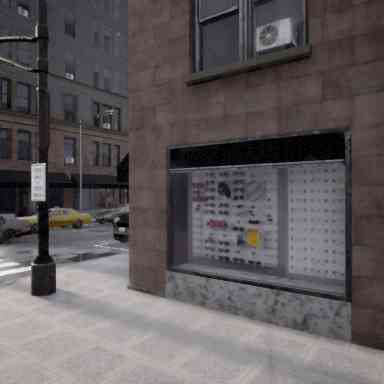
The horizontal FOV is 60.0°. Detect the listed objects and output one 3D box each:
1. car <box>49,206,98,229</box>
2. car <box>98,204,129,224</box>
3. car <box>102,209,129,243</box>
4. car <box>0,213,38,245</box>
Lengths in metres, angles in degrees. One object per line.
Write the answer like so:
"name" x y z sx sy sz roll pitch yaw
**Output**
"car" -8.261 1.554 19.713 1.752 1.417 4.829 0 0 35
"car" -5.021 1.583 24.260 2.008 1.369 4.403 0 0 35
"car" -1.633 1.560 15.187 1.947 1.339 4.313 0 0 35
"car" -9.318 1.559 13.441 2.033 1.411 5.357 0 0 30
